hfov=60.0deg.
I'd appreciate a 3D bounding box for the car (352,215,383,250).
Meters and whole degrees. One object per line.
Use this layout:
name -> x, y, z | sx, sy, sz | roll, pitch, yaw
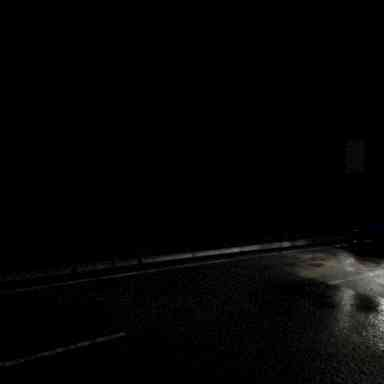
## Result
car -> 8.429, 1.441, 12.958 | 5.008, 1.535, 1.882 | 0, 0, -28
